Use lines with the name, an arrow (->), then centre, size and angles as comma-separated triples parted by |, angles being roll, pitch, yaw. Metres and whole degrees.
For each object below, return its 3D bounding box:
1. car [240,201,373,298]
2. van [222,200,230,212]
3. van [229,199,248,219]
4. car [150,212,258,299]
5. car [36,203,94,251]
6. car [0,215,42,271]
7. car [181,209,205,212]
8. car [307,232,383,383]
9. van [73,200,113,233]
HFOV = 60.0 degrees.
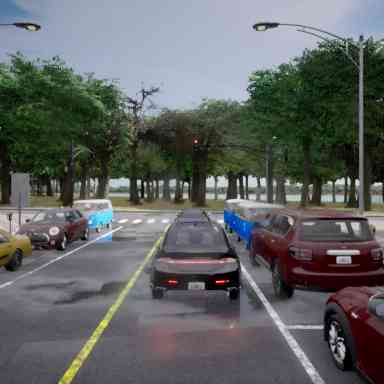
car -> 2.757, 1.315, 8.426 | 2.192, 1.841, 5.009 | 0, 0, 0
van -> 2.751, 1.343, 19.301 | 1.690, 1.788, 3.998 | 0, 0, 0
van -> 2.754, 1.342, 13.863 | 1.690, 1.788, 3.998 | 0, 0, 0
car -> 0.085, 1.492, 8.457 | 2.128, 1.511, 4.902 | 0, 0, 0
car -> -5.771, 1.441, 13.859 | 1.967, 1.590, 4.097 | 0, 0, 0
car -> -5.768, 1.525, 8.252 | 1.752, 1.417, 4.829 | 0, 0, 0
car -> 0.048, 1.565, 17.375 | 1.994, 1.385, 4.181 | 0, 0, 1
car -> 2.759, 1.440, 2.988 | 1.967, 1.590, 4.097 | 0, 0, 0
van -> -5.774, 1.343, 19.297 | 1.690, 1.788, 3.998 | 0, 0, 0
